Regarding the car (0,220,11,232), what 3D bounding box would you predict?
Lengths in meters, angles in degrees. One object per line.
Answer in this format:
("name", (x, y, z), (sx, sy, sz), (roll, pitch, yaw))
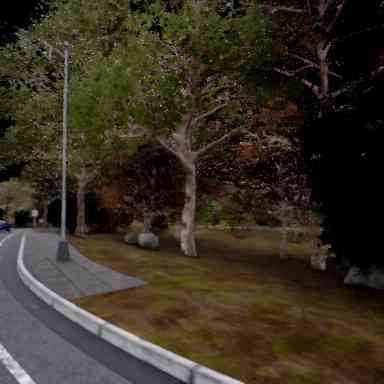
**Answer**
("car", (-24.128, 4.306, 42.012), (1.882, 1.535, 5.008), (1, -6, -26))
